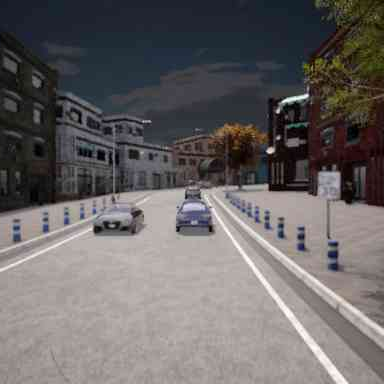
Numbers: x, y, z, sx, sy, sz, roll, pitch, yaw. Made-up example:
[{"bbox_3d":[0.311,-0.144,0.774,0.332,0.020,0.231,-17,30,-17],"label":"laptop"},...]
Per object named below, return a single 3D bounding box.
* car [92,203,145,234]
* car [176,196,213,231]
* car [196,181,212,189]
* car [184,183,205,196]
[{"bbox_3d":[-3.599,1.256,16.913,1.994,1.385,4.181,0,2,0],"label":"car"},{"bbox_3d":[0.114,1.183,17.880,1.812,1.442,4.674,0,2,0],"label":"car"},{"bbox_3d":[1.609,-1.168,59.930,2.128,1.511,4.902,0,3,38],"label":"car"},{"bbox_3d":[0.125,0.015,39.732,2.128,1.511,4.902,0,3,1],"label":"car"}]
